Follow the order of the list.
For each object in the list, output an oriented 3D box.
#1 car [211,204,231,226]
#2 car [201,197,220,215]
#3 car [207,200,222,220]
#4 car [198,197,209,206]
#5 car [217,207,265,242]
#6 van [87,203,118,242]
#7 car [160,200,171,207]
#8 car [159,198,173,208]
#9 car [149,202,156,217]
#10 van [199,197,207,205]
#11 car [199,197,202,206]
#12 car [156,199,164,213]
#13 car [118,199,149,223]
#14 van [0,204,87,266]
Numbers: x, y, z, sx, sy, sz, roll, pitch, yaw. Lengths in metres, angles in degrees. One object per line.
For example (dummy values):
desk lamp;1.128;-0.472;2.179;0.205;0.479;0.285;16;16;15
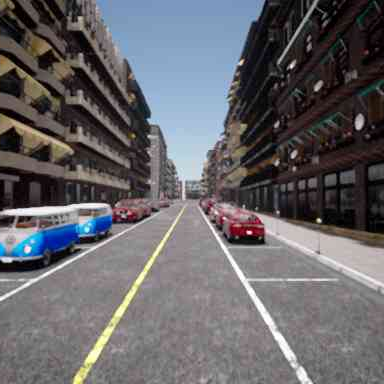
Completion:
car;2.567;1.759;22.670;1.887;1.381;4.507;1;-1;0
car;2.524;1.702;39.265;2.192;1.841;5.009;1;-1;0
car;2.572;1.711;28.203;1.967;1.590;4.097;1;-1;0
car;2.496;2.095;72.452;2.192;1.841;5.009;1;-1;0
car;2.571;1.704;17.141;1.887;1.381;4.507;1;-1;0
van;-5.304;1.502;17.198;1.690;1.788;3.998;1;-1;0
car;-5.351;2.255;66.967;1.887;1.381;4.507;1;-1;0
car;-5.341;1.957;61.439;2.192;1.841;5.009;1;-1;0
car;-5.317;1.644;33.788;2.192;1.841;5.009;1;-1;0
van;2.491;2.193;77.983;1.690;1.788;3.998;1;-1;0
car;2.512;1.950;50.327;1.967;1.590;4.097;1;-1;0
car;-5.332;2.014;44.847;1.947;1.339;4.313;1;-1;0
car;-5.313;1.587;28.258;2.192;1.841;5.009;1;-1;0
van;-5.299;1.448;11.666;1.690;1.788;3.998;2;-1;0
